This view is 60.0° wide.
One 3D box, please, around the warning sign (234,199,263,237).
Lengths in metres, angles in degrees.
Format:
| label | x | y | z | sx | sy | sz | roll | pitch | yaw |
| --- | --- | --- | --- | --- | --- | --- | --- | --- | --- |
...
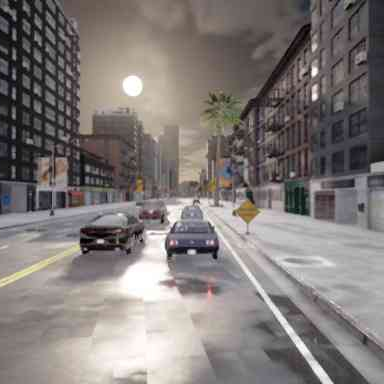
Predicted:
| label | x | y | z | sx | sy | sz | roll | pitch | yaw |
| --- | --- | --- | --- | --- | --- | --- | --- | --- | --- |
| warning sign | 2.847 | 1.282 | 17.018 | 1.300 | 1.860 | 1.060 | 0 | -1 | 0 |

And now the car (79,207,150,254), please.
| label | x | y | z | sx | sy | sz | roll | pitch | yaw |
| --- | --- | --- | --- | --- | --- | --- | --- | --- | --- |
| car | -3.226 | 1.617 | 14.262 | 1.882 | 1.535 | 5.008 | 0 | 0 | 0 |

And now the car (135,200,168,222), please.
| label | x | y | z | sx | sy | sz | roll | pitch | yaw |
| --- | --- | --- | --- | --- | --- | --- | --- | --- | --- |
| car | -3.233 | 1.627 | 28.432 | 2.097 | 1.767 | 4.553 | 0 | -1 | 0 |

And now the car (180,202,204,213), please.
| label | x | y | z | sx | sy | sz | roll | pitch | yaw |
| --- | --- | --- | --- | --- | --- | --- | --- | --- | --- |
| car | 0.007 | 1.815 | 27.532 | 2.033 | 1.411 | 5.357 | 0 | -1 | 0 |

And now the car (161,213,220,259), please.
| label | x | y | z | sx | sy | sz | roll | pitch | yaw |
| --- | --- | --- | --- | --- | --- | --- | --- | --- | --- |
| car | 0.014 | 1.732 | 13.261 | 1.895 | 1.301 | 4.718 | 0 | -1 | 0 |

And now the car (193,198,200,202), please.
| label | x | y | z | sx | sy | sz | roll | pitch | yaw |
| --- | --- | --- | --- | --- | --- | --- | --- | --- | --- |
| car | 1.135 | 2.380 | 87.008 | 1.812 | 1.442 | 4.674 | 0 | -1 | 0 |

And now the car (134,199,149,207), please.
| label | x | y | z | sx | sy | sz | roll | pitch | yaw |
| --- | --- | --- | --- | --- | --- | --- | --- | --- | --- |
| car | -9.758 | 2.182 | 64.970 | 2.033 | 1.411 | 5.357 | 0 | -1 | 0 |

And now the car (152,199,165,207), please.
| label | x | y | z | sx | sy | sz | roll | pitch | yaw |
| --- | --- | --- | --- | --- | --- | --- | --- | --- | --- |
| car | -6.514 | 2.183 | 65.045 | 2.033 | 1.411 | 5.357 | 0 | -1 | 0 |
